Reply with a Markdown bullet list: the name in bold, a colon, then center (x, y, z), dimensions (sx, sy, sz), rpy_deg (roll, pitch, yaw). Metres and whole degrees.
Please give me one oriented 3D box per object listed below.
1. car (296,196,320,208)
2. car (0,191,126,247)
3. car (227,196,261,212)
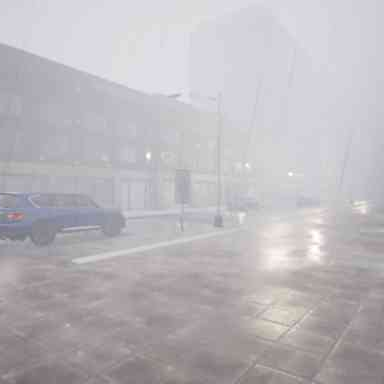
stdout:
- **car**: center (14.542, 1.214, 41.616), dimensions (2.128, 1.511, 4.902), rpy_deg (1, 1, 35)
- **car**: center (-5.431, 0.995, 14.245), dimensions (2.150, 2.045, 5.566), rpy_deg (1, 0, 36)
- **car**: center (5.360, 1.191, 33.796), dimensions (1.837, 1.490, 4.892), rpy_deg (1, 1, 36)
